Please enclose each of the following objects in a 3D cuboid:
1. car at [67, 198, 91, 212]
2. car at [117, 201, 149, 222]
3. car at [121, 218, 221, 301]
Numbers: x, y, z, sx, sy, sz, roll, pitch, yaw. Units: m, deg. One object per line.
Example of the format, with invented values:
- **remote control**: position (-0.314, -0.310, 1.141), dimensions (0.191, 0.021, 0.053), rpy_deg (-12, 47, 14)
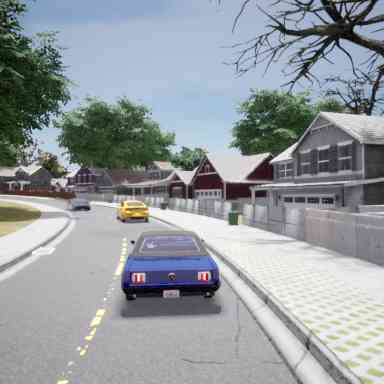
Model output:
- **car**: position (-12.316, 1.347, 36.026), dimensions (2.033, 1.411, 5.357), rpy_deg (0, 0, -28)
- **car**: position (-4.615, 1.395, 25.552), dimensions (1.882, 1.535, 5.008), rpy_deg (0, 0, -19)
- **car**: position (-0.607, 1.596, 8.368), dimensions (1.895, 1.301, 4.718), rpy_deg (0, 0, -6)
